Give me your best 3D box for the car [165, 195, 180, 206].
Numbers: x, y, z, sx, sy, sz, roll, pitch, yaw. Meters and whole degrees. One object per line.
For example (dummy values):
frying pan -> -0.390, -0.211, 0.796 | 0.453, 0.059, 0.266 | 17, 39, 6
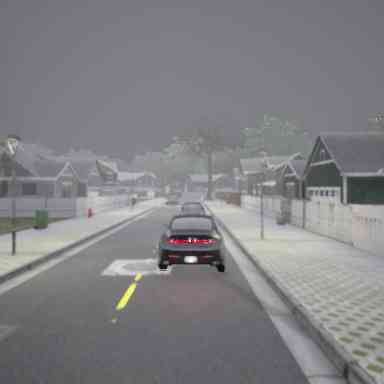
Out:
car -> -2.825, 1.206, 49.246 | 1.837, 1.490, 4.892 | 0, 1, 0

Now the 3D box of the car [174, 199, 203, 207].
car -> 0.048, 1.413, 23.576 | 2.033, 1.411, 5.357 | 0, 0, 1

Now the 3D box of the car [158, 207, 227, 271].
car -> 0.048, 1.442, 10.689 | 1.837, 1.490, 4.892 | 0, 0, 2
